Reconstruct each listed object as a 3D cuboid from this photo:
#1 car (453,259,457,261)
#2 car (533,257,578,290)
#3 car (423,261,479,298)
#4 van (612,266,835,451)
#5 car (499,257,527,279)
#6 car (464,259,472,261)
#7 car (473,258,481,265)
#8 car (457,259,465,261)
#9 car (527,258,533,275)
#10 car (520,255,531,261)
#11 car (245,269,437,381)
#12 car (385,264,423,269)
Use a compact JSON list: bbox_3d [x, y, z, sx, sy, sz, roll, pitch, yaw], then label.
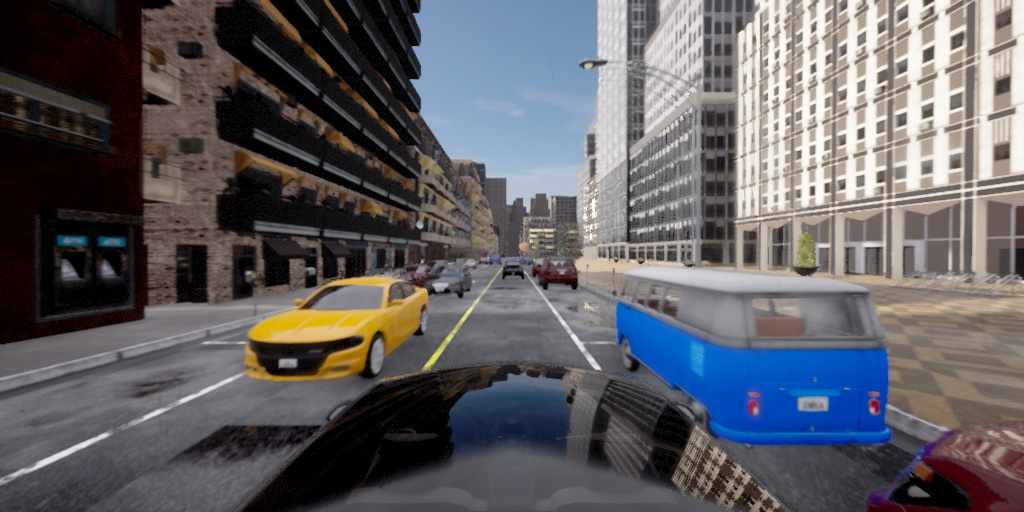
[{"bbox_3d":[-5.692,1.072,27.156,1.967,1.591,4.097,0,0,0],"label":"car"},{"bbox_3d":[2.689,0.971,21.629,2.192,1.841,5.009,0,0,0],"label":"car"},{"bbox_3d":[-3.090,1.164,17.886,2.128,1.511,4.902,0,0,0],"label":"car"},{"bbox_3d":[2.689,1.074,5.050,1.690,1.789,3.998,0,0,0],"label":"van"},{"bbox_3d":[0.101,1.122,30.889,1.837,1.490,4.892,0,1,0],"label":"car"},{"bbox_3d":[-5.692,1.024,38.210,1.967,1.591,4.097,0,0,0],"label":"car"},{"bbox_3d":[-5.692,1.065,49.093,1.751,1.417,4.829,0,0,0],"label":"car"},{"bbox_3d":[-5.692,1.190,32.683,1.802,1.307,4.207,0,0,0],"label":"car"},{"bbox_3d":[2.688,1.154,32.683,1.888,1.381,4.507,0,0,0],"label":"car"},{"bbox_3d":[2.386,0.861,57.753,2.097,1.767,4.553,0,0,0],"label":"car"},{"bbox_3d":[-3.100,1.199,7.456,1.882,1.535,5.008,0,0,0],"label":"car"},{"bbox_3d":[-5.692,1.231,16.103,2.007,1.370,4.403,0,0,0],"label":"car"}]
